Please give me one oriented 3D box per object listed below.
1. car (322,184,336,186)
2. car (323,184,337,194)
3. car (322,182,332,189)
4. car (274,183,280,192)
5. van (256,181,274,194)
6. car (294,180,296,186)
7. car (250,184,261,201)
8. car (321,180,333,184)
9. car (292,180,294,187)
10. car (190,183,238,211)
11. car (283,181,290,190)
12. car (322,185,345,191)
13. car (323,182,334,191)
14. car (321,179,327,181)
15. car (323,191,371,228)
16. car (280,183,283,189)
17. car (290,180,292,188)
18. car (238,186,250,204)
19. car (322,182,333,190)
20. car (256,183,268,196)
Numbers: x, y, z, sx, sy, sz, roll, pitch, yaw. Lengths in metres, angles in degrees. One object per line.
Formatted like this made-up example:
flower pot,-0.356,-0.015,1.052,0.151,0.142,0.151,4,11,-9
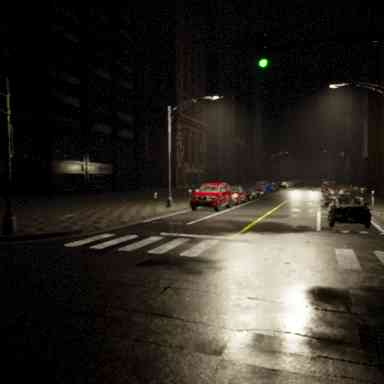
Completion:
car,13.561,0.183,31.733,1.887,1.381,4.507,0,2,21
car,19.667,-0.446,47.501,1.802,1.307,4.206,0,2,21
car,27.808,-1.363,68.524,1.887,1.381,4.507,0,2,21
car,11.712,-0.675,50.563,1.967,1.590,4.097,0,2,21
van,9.676,-0.552,45.303,1.690,1.788,3.998,0,2,21
car,23.864,-1.899,81.945,1.752,1.417,4.829,0,2,21
car,5.607,0.117,34.801,1.947,1.339,4.313,0,2,21
car,17.631,-0.366,42.240,1.967,1.590,4.097,0,2,21
car,21.890,-1.647,76.848,1.947,1.339,4.313,0,2,21
car,1.534,0.312,24.278,2.192,1.841,5.009,0,2,21
car,17.820,-1.210,66.336,1.947,1.339,4.313,0,2,21
car,11.525,0.411,26.477,2.008,1.369,4.403,0,2,21
car,23.799,-0.950,58.170,1.752,1.417,4.829,0,2,21
car,21.701,-0.808,52.752,1.967,1.590,4.097,0,2,21
car,7.454,0.858,15.965,2.008,1.369,4.403,0,2,21
car,13.687,-0.804,55.664,1.752,1.417,4.829,0,2,21
car,19.793,-1.463,71.432,1.752,1.417,4.829,0,2,21
car,3.571,0.214,29.540,1.967,1.590,4.097,0,2,21
car,25.773,-1.144,63.268,1.887,1.381,4.507,0,2,21
car,7.642,-0.090,40.057,1.802,1.307,4.206,0,2,21
